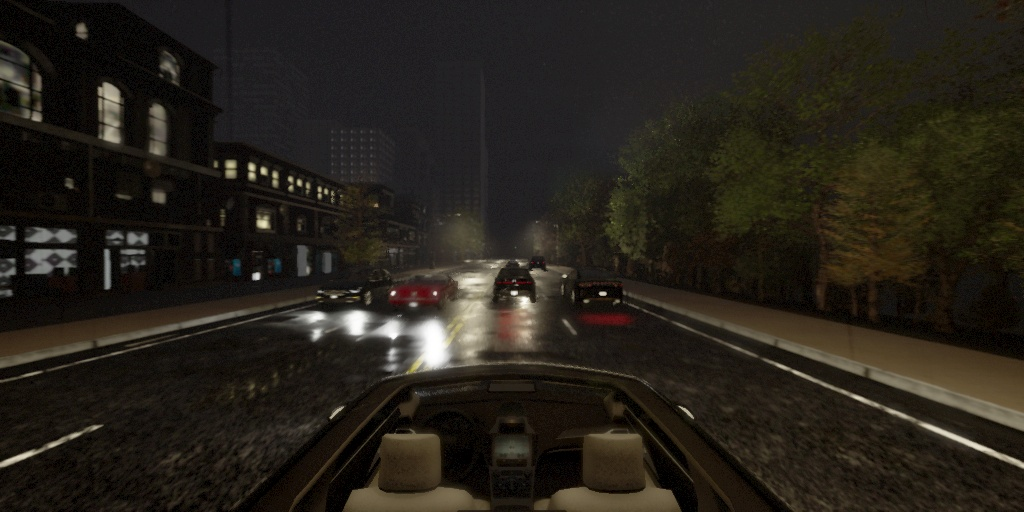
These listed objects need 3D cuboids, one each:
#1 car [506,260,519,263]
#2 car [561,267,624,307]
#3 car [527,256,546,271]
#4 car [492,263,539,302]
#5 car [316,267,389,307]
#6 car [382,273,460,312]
[{"bbox_3d":[0.091,1.331,52.398,1.994,1.385,4.181,0,0,0],"label":"car"},{"bbox_3d":[3.348,1.235,15.687,1.882,1.535,5.008,0,0,0],"label":"car"},{"bbox_3d":[3.341,0.988,48.525,2.150,2.045,5.566,0,0,0],"label":"car"},{"bbox_3d":[0.097,1.263,17.122,1.837,1.490,4.892,0,0,0],"label":"car"},{"bbox_3d":[-6.599,1.262,15.726,1.837,1.490,4.892,0,0,0],"label":"car"},{"bbox_3d":[-3.351,1.358,14.449,1.895,1.301,4.718,0,0,0],"label":"car"}]
